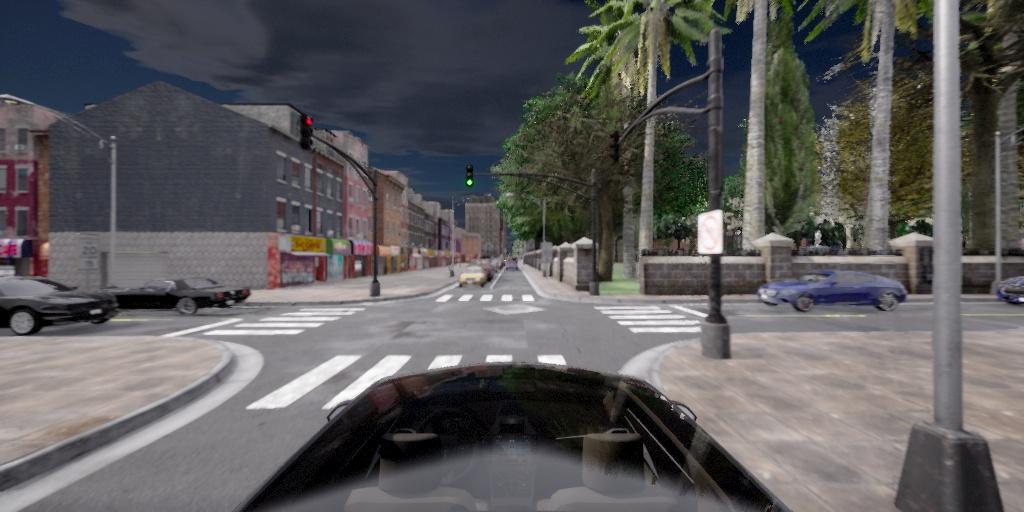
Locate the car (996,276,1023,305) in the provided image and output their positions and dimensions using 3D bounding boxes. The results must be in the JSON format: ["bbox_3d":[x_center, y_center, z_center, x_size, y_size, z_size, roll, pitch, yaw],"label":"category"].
[{"bbox_3d":[21.261,1.031,13.289,4.553,1.767,2.097,0,0,0],"label":"car"}]

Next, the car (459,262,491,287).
[{"bbox_3d":[-2.646,1.351,25.069,1.751,1.417,4.829,0,0,0],"label":"car"}]

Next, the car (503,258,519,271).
[{"bbox_3d":[0.014,1.472,54.757,2.033,1.411,5.357,0,0,0],"label":"car"}]

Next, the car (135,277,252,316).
[{"bbox_3d":[-12.669,1.457,13.334,4.718,1.301,1.895,0,0,0],"label":"car"}]

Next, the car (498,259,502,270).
[{"bbox_3d":[-2.639,1.446,46.318,2.007,1.370,4.403,0,0,0],"label":"car"}]

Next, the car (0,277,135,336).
[{"bbox_3d":[-14.390,1.336,10.314,5.008,1.535,1.882,0,0,1],"label":"car"}]

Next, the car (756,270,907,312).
[{"bbox_3d":[11.722,1.243,13.299,4.674,1.442,1.812,0,0,1],"label":"car"}]

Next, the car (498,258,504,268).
[{"bbox_3d":[-2.634,1.372,56.857,1.967,1.591,4.097,0,0,0],"label":"car"}]

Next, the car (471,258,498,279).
[{"bbox_3d":[-2.648,1.158,30.507,2.192,1.841,5.009,0,0,0],"label":"car"}]
